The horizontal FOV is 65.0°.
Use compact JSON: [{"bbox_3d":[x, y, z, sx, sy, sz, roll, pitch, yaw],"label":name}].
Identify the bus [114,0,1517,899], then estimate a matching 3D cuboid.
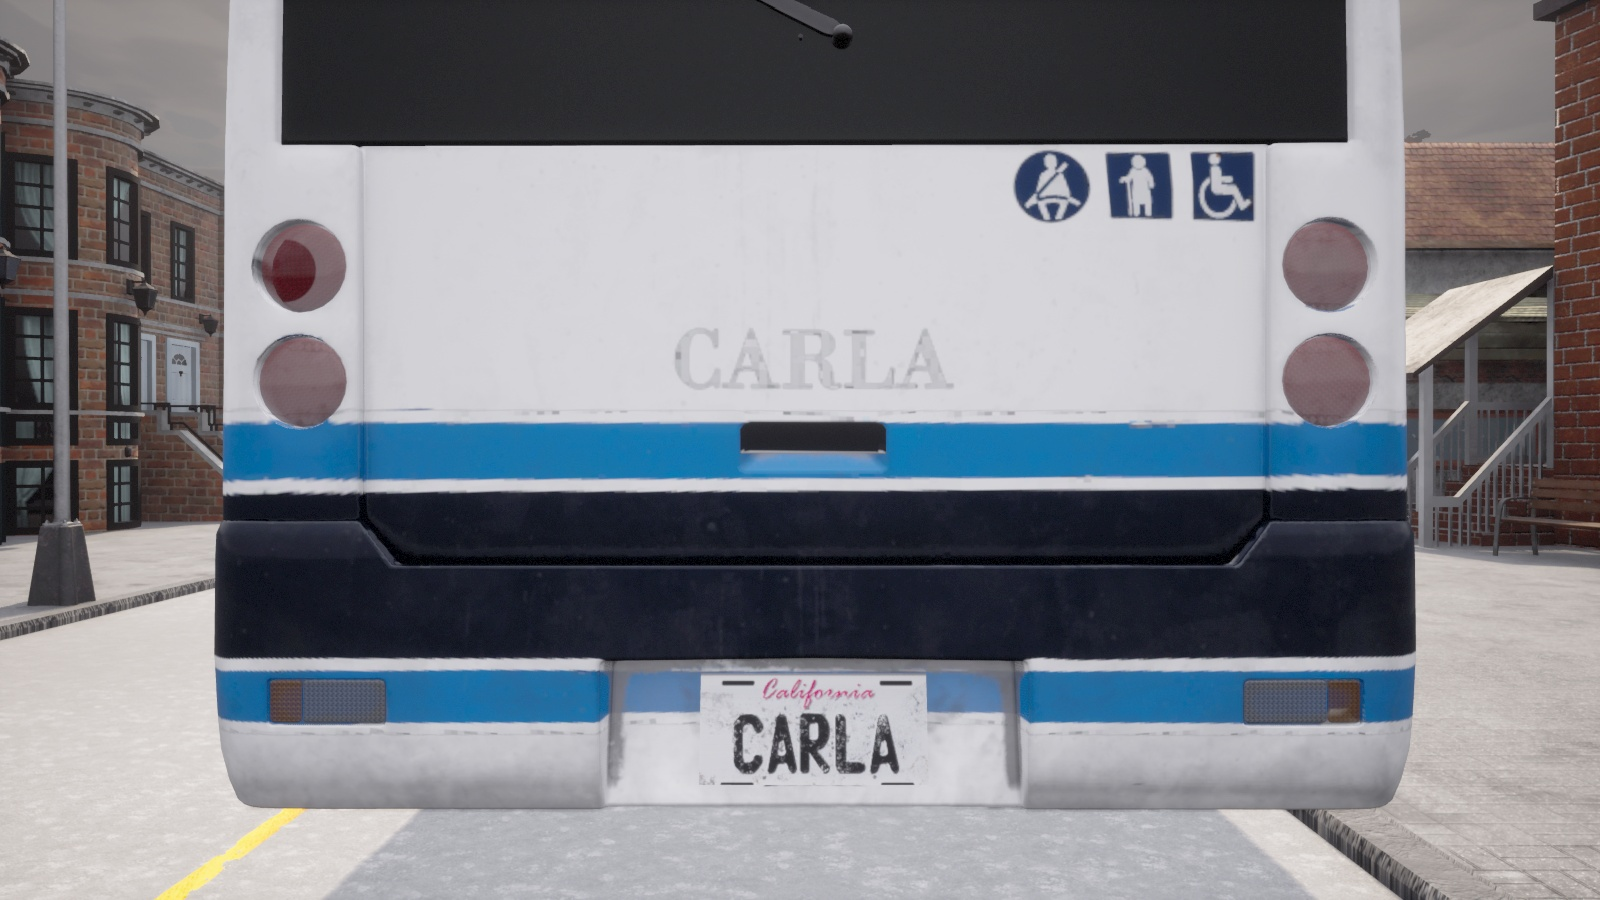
[{"bbox_3d":[0.066,-0.679,8.669,3.944,4.253,10.273,0,0,0],"label":"bus"}]
